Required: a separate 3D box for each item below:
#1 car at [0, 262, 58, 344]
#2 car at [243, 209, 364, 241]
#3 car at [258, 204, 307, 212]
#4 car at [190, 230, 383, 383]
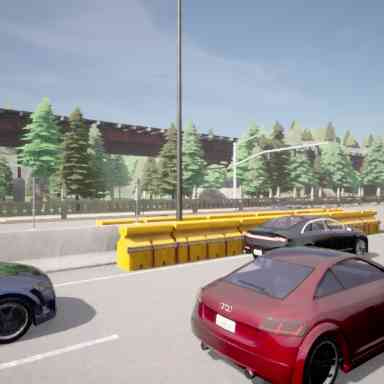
[{"bbox_3d":[-4.292,1.564,4.981,4.181,1.385,1.994,0,0,-36],"label":"car"},{"bbox_3d":[3.829,1.491,10.786,4.902,1.511,2.128,0,0,-36],"label":"car"},{"bbox_3d":[5.600,1.492,20.942,4.902,1.511,2.128,0,0,-36],"label":"car"},{"bbox_3d":[2.041,1.564,5.208,4.181,1.385,1.994,0,0,-35],"label":"car"}]
